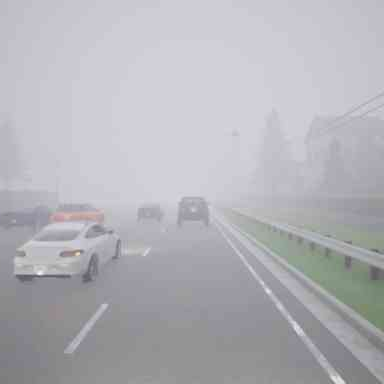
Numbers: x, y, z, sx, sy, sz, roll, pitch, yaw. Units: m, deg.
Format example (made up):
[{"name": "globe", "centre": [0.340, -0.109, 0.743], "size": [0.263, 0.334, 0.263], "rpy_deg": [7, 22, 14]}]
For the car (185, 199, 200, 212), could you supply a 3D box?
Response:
[{"name": "car", "centre": [0.106, 1.679, 42.833], "size": [1.837, 1.490, 4.892], "rpy_deg": [0, 0, 0]}]

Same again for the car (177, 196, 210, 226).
[{"name": "car", "centre": [0.106, 1.320, 24.334], "size": [2.150, 2.045, 5.566], "rpy_deg": [0, 0, 0]}]

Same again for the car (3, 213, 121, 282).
[{"name": "car", "centre": [-3.397, 1.566, 9.762], "size": [1.812, 1.442, 4.674], "rpy_deg": [0, 0, 0]}]

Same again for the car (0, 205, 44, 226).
[{"name": "car", "centre": [-10.394, 1.568, 21.891], "size": [1.882, 1.535, 5.008], "rpy_deg": [0, 0, 0]}]

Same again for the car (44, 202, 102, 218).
[{"name": "car", "centre": [-6.898, 1.436, 20.456], "size": [2.097, 1.767, 4.553], "rpy_deg": [0, 0, 0]}]

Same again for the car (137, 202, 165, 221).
[{"name": "car", "centre": [-3.394, 1.592, 28.151], "size": [1.882, 1.535, 5.008], "rpy_deg": [0, 0, 0]}]
